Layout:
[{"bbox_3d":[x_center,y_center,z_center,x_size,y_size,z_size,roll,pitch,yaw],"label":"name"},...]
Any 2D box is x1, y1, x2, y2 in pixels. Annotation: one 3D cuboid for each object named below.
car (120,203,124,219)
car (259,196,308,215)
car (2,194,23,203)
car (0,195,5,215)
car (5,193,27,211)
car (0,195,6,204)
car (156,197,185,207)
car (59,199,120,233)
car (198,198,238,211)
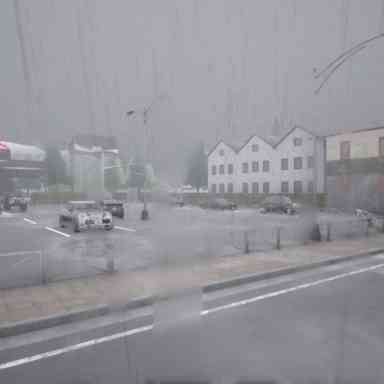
[{"bbox_3d":[-6.783,1.310,25.511,2.007,1.523,4.514,0,0,-36],"label":"car"},{"bbox_3d":[8.427,1.168,30.575,2.097,1.767,4.553,0,0,-35],"label":"car"},{"bbox_3d":[-39.302,1.325,72.998,3.866,1.878,1.905,0,0,-36],"label":"car"},{"bbox_3d":[-18.256,1.112,29.604,1.932,1.855,4.605,0,0,-36],"label":"car"},{"bbox_3d":[-20.168,1.090,37.914,1.905,1.878,3.866,0,0,-36],"label":"car"},{"bbox_3d":[-39.529,1.493,65.869,4.611,1.667,2.242,0,0,-36],"label":"car"},{"bbox_3d":[-3.111,1.363,46.836,2.033,1.411,5.357,0,0,-35],"label":"car"},{"bbox_3d":[-5.654,1.246,17.647,1.970,1.475,3.806,0,0,-36],"label":"car"},{"bbox_3d":[2.892,1.363,38.341,2.033,1.411,5.357,0,0,-36],"label":"car"}]
